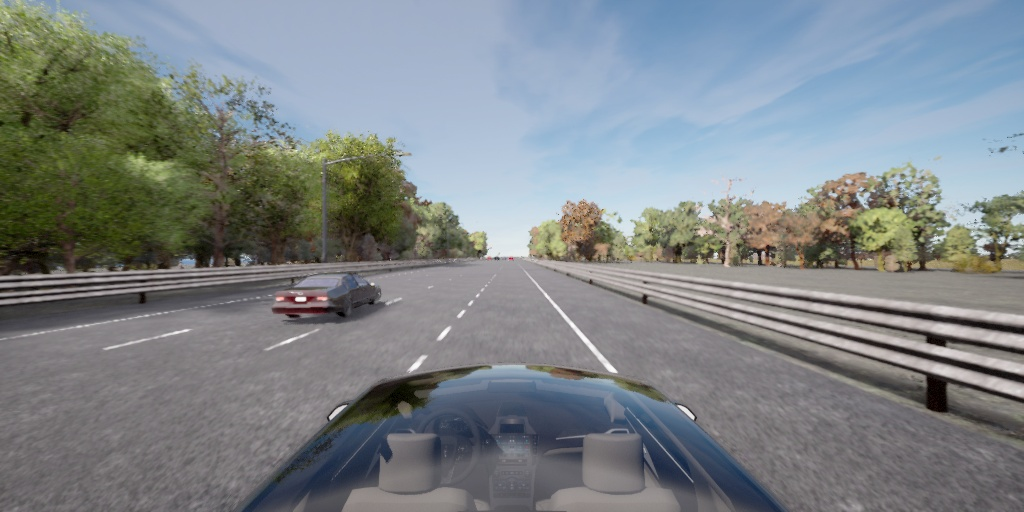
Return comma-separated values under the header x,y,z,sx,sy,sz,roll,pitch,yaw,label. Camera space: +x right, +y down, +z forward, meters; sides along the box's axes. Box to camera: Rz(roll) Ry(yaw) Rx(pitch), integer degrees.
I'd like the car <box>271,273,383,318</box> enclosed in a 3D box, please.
x,y,z,sx,sy,sz,roll,pitch,yaw,label
-6.329,1.309,12.971,2.033,1.411,5.357,0,0,-4,car
